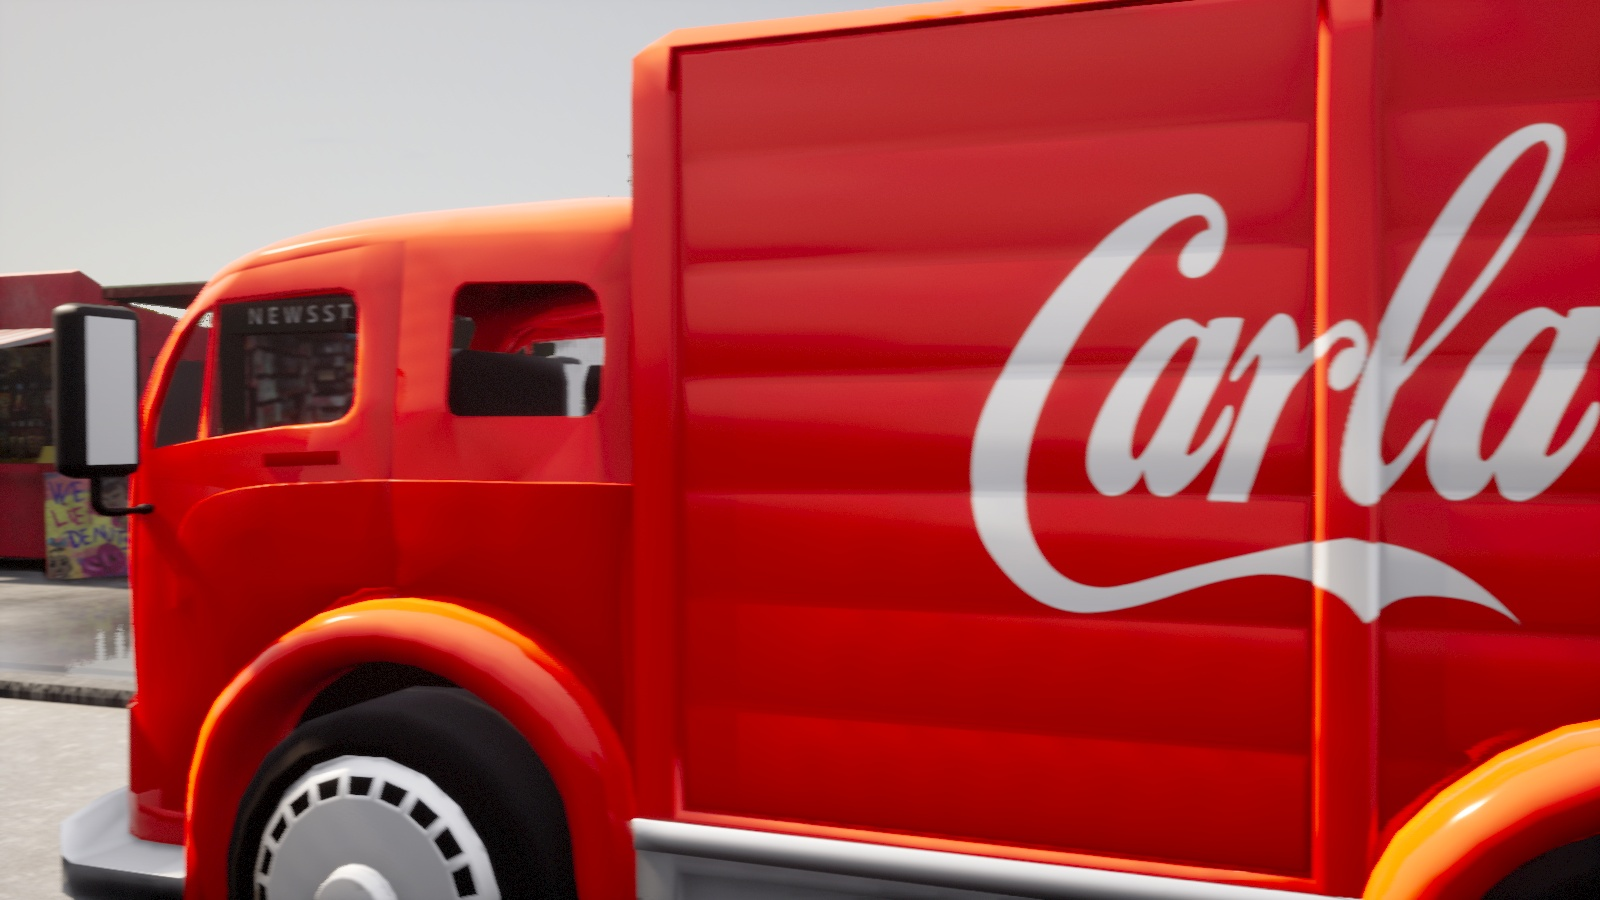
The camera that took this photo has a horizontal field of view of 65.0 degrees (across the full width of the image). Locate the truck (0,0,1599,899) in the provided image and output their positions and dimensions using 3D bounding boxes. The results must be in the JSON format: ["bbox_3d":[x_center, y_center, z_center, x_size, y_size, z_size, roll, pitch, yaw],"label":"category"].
[{"bbox_3d":[0.559,0.285,3.524,5.204,2.467,2.627,1,1,19],"label":"truck"}]
